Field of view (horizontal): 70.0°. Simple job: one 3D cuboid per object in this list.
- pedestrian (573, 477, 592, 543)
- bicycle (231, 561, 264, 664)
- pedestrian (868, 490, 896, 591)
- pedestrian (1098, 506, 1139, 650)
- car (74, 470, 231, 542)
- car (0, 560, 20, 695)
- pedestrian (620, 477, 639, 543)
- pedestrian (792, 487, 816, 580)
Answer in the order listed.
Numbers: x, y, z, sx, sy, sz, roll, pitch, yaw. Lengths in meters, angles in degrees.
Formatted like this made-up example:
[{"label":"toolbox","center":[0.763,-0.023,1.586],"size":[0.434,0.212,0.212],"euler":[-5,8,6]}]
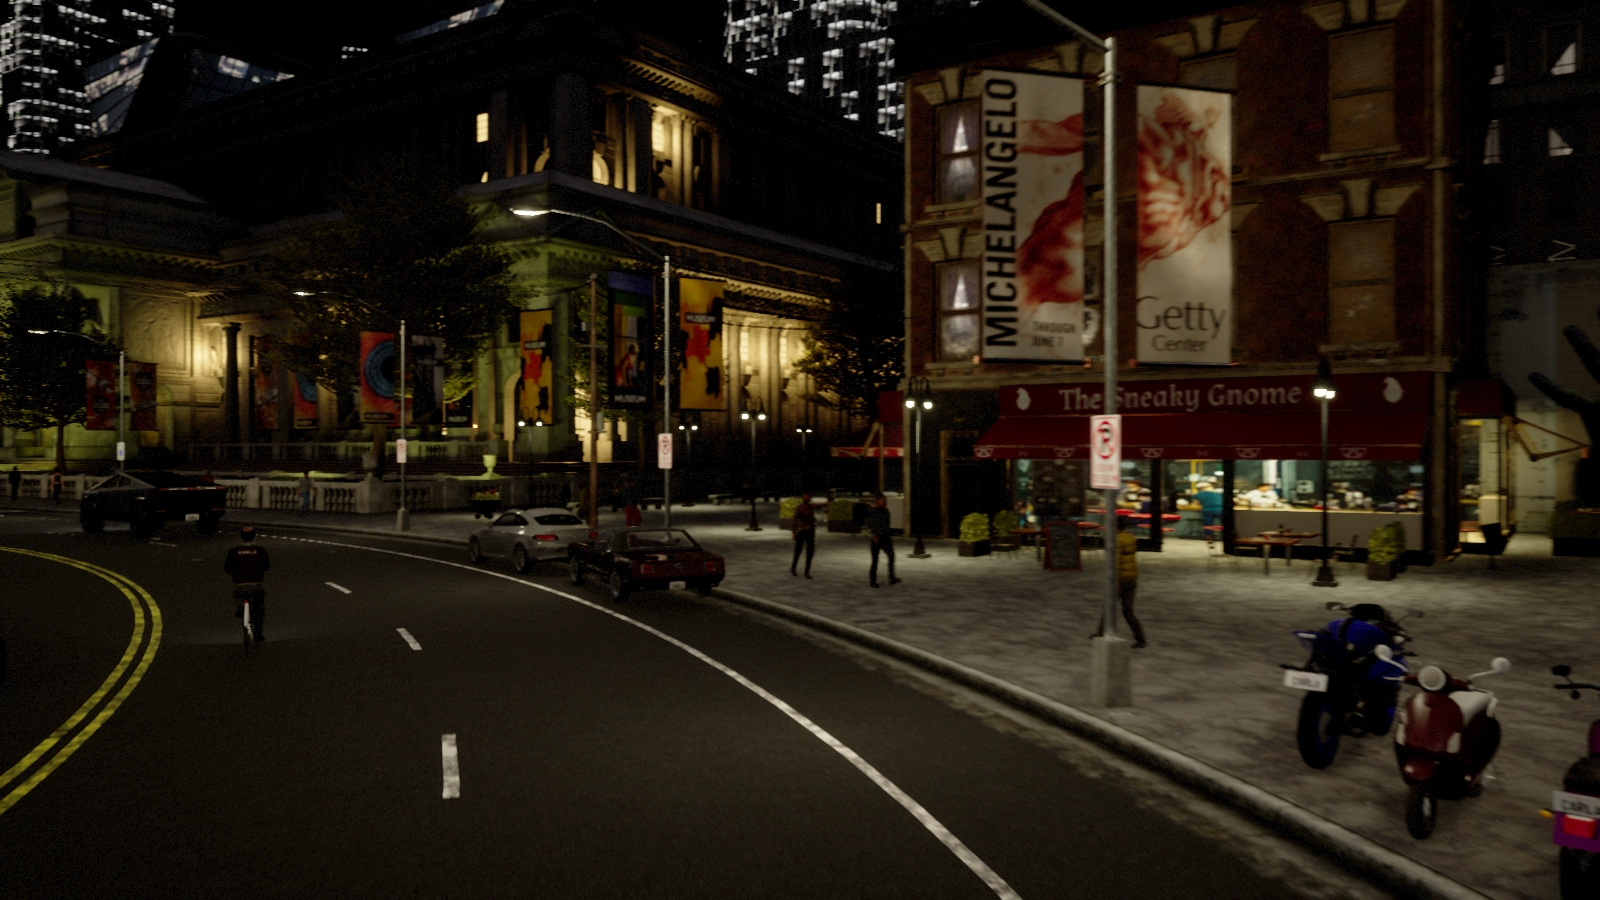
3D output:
[{"label":"pedestrian","center":[-6.208,1.701,32.654],"size":[0.375,1.860,0.375],"euler":[0,0,26]},{"label":"bicycle","center":[-7.671,2.216,15.885],"size":[0.329,1.171,1.835],"euler":[0,0,-23]},{"label":"pedestrian","center":[1.549,1.696,21.574],"size":[0.375,1.860,0.375],"euler":[0,0,-26]},{"label":"pedestrian","center":[4.241,1.693,15.222],"size":[0.375,1.860,0.375],"euler":[0,0,-30]},{"label":"car","center":[-21.615,1.771,38.031],"size":[6.274,2.098,2.390],"euler":[0,0,39]},{"label":"car","center":[-9.548,2.073,11.640],"size":[1.816,1.474,4.193],"euler":[0,0,-22]},{"label":"pedestrian","center":[-4.856,1.699,32.532],"size":[0.375,1.860,0.375],"euler":[0,0,41]},{"label":"pedestrian","center":[0.077,1.698,23.414],"size":[0.375,1.860,0.375],"euler":[0,0,-24]}]
